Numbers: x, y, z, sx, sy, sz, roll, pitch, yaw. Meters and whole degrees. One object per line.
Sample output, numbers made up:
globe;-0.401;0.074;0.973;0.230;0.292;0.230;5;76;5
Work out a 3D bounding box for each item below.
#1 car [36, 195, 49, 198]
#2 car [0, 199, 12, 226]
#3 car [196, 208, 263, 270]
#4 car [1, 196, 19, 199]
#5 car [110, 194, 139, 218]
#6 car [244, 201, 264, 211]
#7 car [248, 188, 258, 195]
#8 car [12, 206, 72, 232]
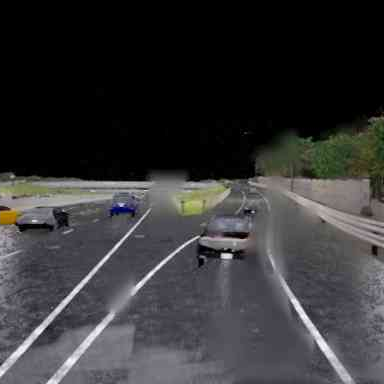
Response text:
car;-30.317;1.311;67.861;1.895;1.301;4.718;0;0;-5
car;-12.283;1.445;20.448;1.882;1.535;5.008;0;0;-4
car;1.302;1.533;11.386;2.128;1.511;4.902;2;0;8
car;-29.072;1.318;52.906;1.812;1.442;4.674;0;0;-4
car;-6.159;1.230;30.686;2.150;2.045;5.566;0;0;-5
car;6.308;1.523;33.747;1.895;1.301;4.718;0;2;13
car;12.352;-0.111;67.488;2.033;1.411;5.357;0;3;7
car;-8.749;1.548;20.142;1.994;1.385;4.181;0;0;-4
